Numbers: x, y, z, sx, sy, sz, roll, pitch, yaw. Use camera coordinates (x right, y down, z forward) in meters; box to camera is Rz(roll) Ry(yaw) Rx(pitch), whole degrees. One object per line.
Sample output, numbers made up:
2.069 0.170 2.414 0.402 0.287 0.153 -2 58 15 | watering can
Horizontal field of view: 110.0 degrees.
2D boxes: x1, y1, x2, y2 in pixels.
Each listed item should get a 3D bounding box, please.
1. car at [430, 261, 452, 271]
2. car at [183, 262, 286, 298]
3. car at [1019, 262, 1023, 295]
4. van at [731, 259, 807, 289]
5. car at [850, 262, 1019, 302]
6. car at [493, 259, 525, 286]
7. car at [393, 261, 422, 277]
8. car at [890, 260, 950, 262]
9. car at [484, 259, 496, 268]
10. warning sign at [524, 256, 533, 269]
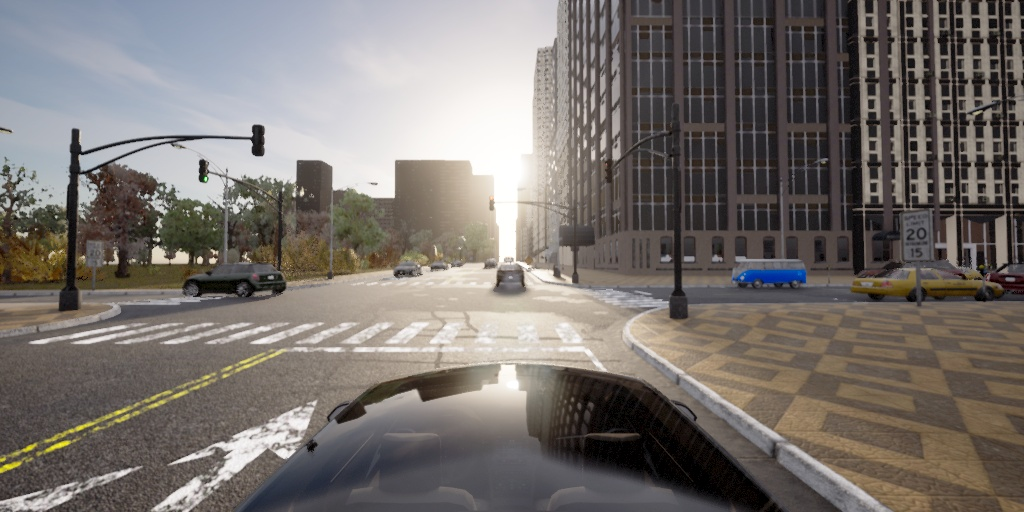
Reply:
-10.287 1.364 50.839 1.994 1.385 4.181 0 0 0 | car
-14.014 1.137 18.162 4.553 1.767 2.097 -1 -1 12 | car
21.629 0.940 14.190 4.097 1.591 1.967 0 0 -1 | car
15.760 1.088 22.088 3.998 1.789 1.690 0 0 -1 | van
16.216 1.054 14.073 4.829 1.417 1.751 0 0 -1 | car
-0.116 1.230 25.563 1.882 1.535 5.008 0 0 -1 | car
-10.153 1.267 35.208 1.837 1.490 4.892 0 0 0 | car
21.632 1.000 19.628 4.553 1.767 2.097 0 -2 -1 | car
-3.814 1.352 62.736 1.837 1.490 4.892 0 0 -1 | car
2.397 0.915 50.904 1.300 1.860 1.060 0 0 -1 | warning sign
